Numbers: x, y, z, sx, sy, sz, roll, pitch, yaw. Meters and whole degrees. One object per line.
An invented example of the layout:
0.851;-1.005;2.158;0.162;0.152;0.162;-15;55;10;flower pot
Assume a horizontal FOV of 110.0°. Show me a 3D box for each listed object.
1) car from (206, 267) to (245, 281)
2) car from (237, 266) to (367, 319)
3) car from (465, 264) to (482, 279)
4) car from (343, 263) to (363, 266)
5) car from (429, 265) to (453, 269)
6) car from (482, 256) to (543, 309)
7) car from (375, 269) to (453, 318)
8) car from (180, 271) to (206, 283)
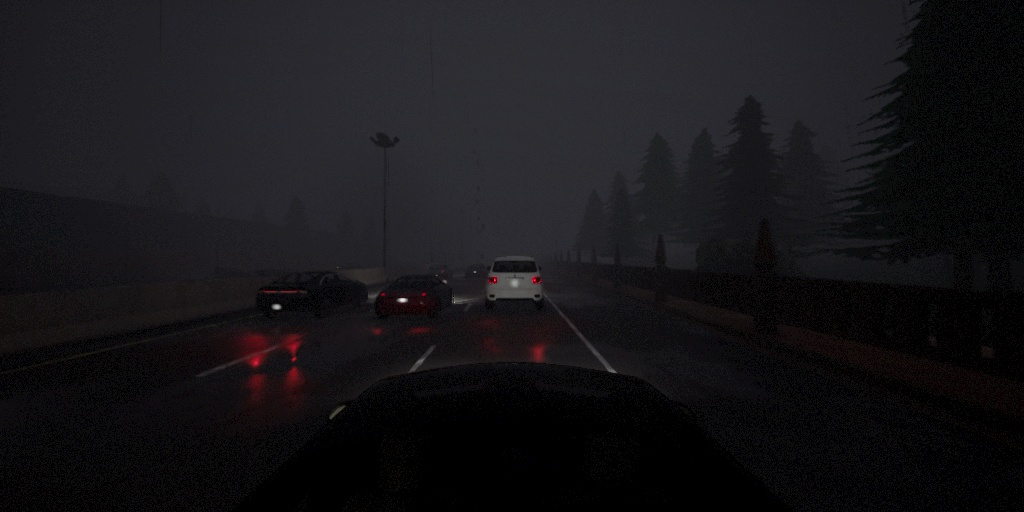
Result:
-14.102;1.419;20.124;1.895;1.301;4.718;0;0;0;car
-6.903;1.284;12.946;2.128;1.511;4.902;0;0;0;car
-3.406;1.440;35.012;1.994;1.385;4.181;0;0;0;car
-21.066;1.520;46.962;1.895;1.301;4.718;0;0;0;car
-6.906;1.475;34.646;1.895;1.301;4.718;0;0;0;car
0.098;1.024;15.364;2.150;2.045;5.566;0;0;0;car
-3.403;1.357;13.153;1.994;1.385;4.181;0;0;0;car
-17.599;1.388;21.706;1.994;1.385;4.181;0;0;0;car
